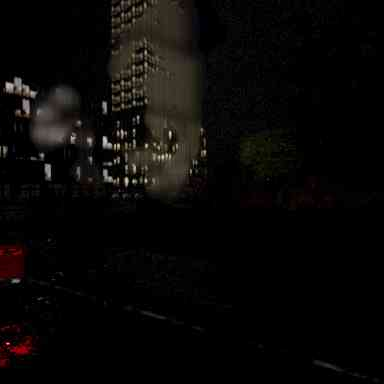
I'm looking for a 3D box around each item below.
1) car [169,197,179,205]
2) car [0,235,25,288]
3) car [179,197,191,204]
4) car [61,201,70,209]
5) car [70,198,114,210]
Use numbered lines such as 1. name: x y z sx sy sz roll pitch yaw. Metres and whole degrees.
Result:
1. car: -2.148 1.648 63.679 2.033 1.411 5.357 -1 -1 37
2. car: -5.991 1.472 7.960 5.008 1.535 1.882 -1 0 36
3. car: 0.447 1.603 61.722 2.033 1.411 5.357 -1 -1 37
4. car: -15.594 1.569 46.009 2.128 1.511 4.902 -1 -1 37
5. car: -12.932 1.581 44.151 2.033 1.411 5.357 -1 -1 37
